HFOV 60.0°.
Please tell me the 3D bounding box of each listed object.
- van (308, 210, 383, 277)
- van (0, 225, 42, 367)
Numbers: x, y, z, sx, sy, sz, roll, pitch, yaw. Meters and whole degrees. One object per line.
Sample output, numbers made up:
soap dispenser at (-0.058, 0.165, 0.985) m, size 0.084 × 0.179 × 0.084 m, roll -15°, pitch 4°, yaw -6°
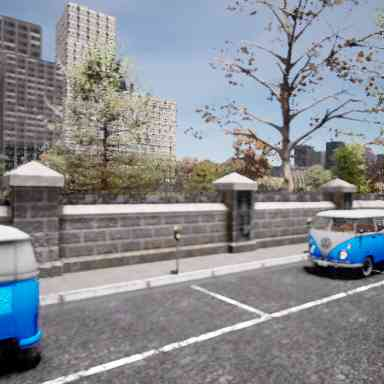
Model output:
van at (5.300, 1.457, 10.343) m, size 3.998 × 1.788 × 1.690 m, roll 1°, pitch -1°, yaw -36°
van at (-3.865, 1.329, 3.801) m, size 3.998 × 1.788 × 1.690 m, roll 1°, pitch -1°, yaw -36°
